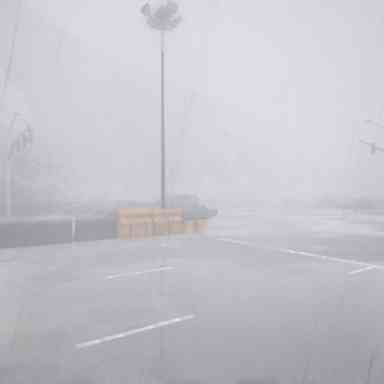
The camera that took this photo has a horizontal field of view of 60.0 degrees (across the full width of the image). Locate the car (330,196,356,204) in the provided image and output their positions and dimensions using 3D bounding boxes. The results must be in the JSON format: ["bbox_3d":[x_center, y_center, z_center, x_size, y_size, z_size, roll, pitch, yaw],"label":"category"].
[{"bbox_3d":[25.857,1.387,56.909,4.718,1.301,1.895,0,0,-35],"label":"car"}]

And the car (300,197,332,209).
[{"bbox_3d":[16.268,1.351,41.471,4.902,1.511,2.128,0,0,-36],"label":"car"}]

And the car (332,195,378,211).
[{"bbox_3d":[19.372,1.401,39.389,5.357,1.411,2.033,0,0,-36],"label":"car"}]

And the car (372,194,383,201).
[{"bbox_3d":[30.482,1.260,51.625,5.008,1.535,1.882,0,0,-35],"label":"car"}]

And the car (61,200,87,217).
[{"bbox_3d":[-9.822,1.504,31.383,4.674,1.442,1.812,0,0,-36],"label":"car"}]

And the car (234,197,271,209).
[{"bbox_3d":[7.649,1.377,43.910,4.902,1.511,2.128,0,0,-36],"label":"car"}]

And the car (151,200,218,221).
[{"bbox_3d":[-0.355,1.561,25.263,4.718,1.301,1.895,0,0,-36],"label":"car"}]

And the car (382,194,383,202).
[{"bbox_3d":[40.774,1.230,67.593,4.902,1.511,2.128,0,0,-38],"label":"car"}]

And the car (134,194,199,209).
[{"bbox_3d":[-1.783,1.179,28.545,5.566,2.045,2.150,0,0,-36],"label":"car"}]

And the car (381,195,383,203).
[{"bbox_3d":[36.222,1.241,59.941,4.892,1.490,1.837,0,0,-36],"label":"car"}]

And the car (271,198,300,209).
[{"bbox_3d":[12.239,1.419,42.891,5.357,1.411,2.033,0,0,-36],"label":"car"}]

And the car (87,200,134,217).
[{"bbox_3d":[-6.338,1.463,29.589,4.902,1.511,2.128,0,0,-36],"label":"car"}]

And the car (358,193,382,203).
[{"bbox_3d":[33.286,1.101,62.144,4.553,1.767,2.097,0,0,-36],"label":"car"}]
